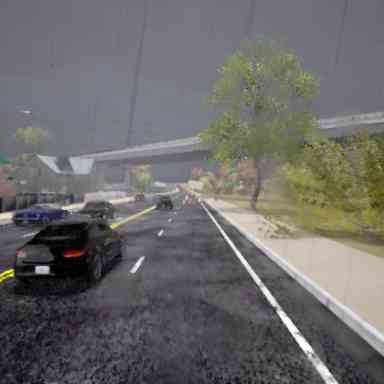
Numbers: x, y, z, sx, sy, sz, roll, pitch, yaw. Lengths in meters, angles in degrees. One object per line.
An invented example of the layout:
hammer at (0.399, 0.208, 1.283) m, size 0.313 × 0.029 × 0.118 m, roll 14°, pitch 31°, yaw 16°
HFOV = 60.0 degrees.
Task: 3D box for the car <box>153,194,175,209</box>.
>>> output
car at (-3.143, 1.244, 39.340) m, size 1.837 × 1.490 × 4.892 m, roll 0°, pitch 1°, yaw 0°

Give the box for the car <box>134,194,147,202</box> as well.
car at (-9.793, 1.091, 63.156) m, size 1.837 × 1.490 × 4.892 m, roll 0°, pitch 0°, yaw 0°

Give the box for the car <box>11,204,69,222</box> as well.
car at (-9.839, 1.451, 21.894) m, size 1.895 × 1.301 × 4.718 m, roll 0°, pitch 0°, yaw 0°

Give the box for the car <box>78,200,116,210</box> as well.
car at (-6.584, 1.346, 23.170) m, size 1.837 × 1.490 × 4.892 m, roll 0°, pitch 0°, yaw 0°

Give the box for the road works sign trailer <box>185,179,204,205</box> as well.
road works sign trailer at (0.396, -0.021, 49.819) m, size 2.380 × 3.560 × 2.880 m, roll 7°, pitch -6°, yaw 3°

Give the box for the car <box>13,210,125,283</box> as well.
car at (-3.164, 1.459, 9.349) m, size 1.812 × 1.442 × 4.674 m, roll 0°, pitch 1°, yaw 0°
